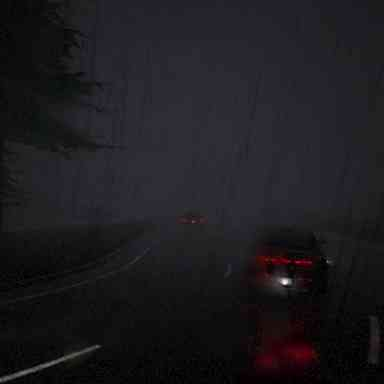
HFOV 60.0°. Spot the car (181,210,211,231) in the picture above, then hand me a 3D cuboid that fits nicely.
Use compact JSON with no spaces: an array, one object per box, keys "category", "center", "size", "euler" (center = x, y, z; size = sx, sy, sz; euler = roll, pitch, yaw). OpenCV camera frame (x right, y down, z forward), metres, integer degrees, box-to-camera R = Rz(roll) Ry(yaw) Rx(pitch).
[{"category":"car","center":[0.207,2.182,25.668],"size":[2.033,1.411,5.357],"euler":[0,-1,3]}]

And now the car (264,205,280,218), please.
[{"category":"car","center":[10.396,2.522,43.368],"size":[1.837,1.490,4.892],"euler":[-1,-2,14]}]

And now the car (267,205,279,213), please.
[{"category":"car","center":[14.682,3.007,60.101],"size":[1.895,1.301,4.718],"euler":[-1,-1,15]}]

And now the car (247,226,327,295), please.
[{"category":"car","center":[2.715,1.731,9.486],"size":[1.837,1.490,4.892],"euler":[1,-1,17]}]

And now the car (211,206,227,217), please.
[{"category":"car","center":[3.535,2.636,44.904],"size":[2.033,1.411,5.357],"euler":[-1,-1,14]}]

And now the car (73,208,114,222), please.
[{"category":"car","center":[-10.986,2.531,37.674],"size":[2.033,1.411,5.357],"euler":[-1,-2,23]}]
